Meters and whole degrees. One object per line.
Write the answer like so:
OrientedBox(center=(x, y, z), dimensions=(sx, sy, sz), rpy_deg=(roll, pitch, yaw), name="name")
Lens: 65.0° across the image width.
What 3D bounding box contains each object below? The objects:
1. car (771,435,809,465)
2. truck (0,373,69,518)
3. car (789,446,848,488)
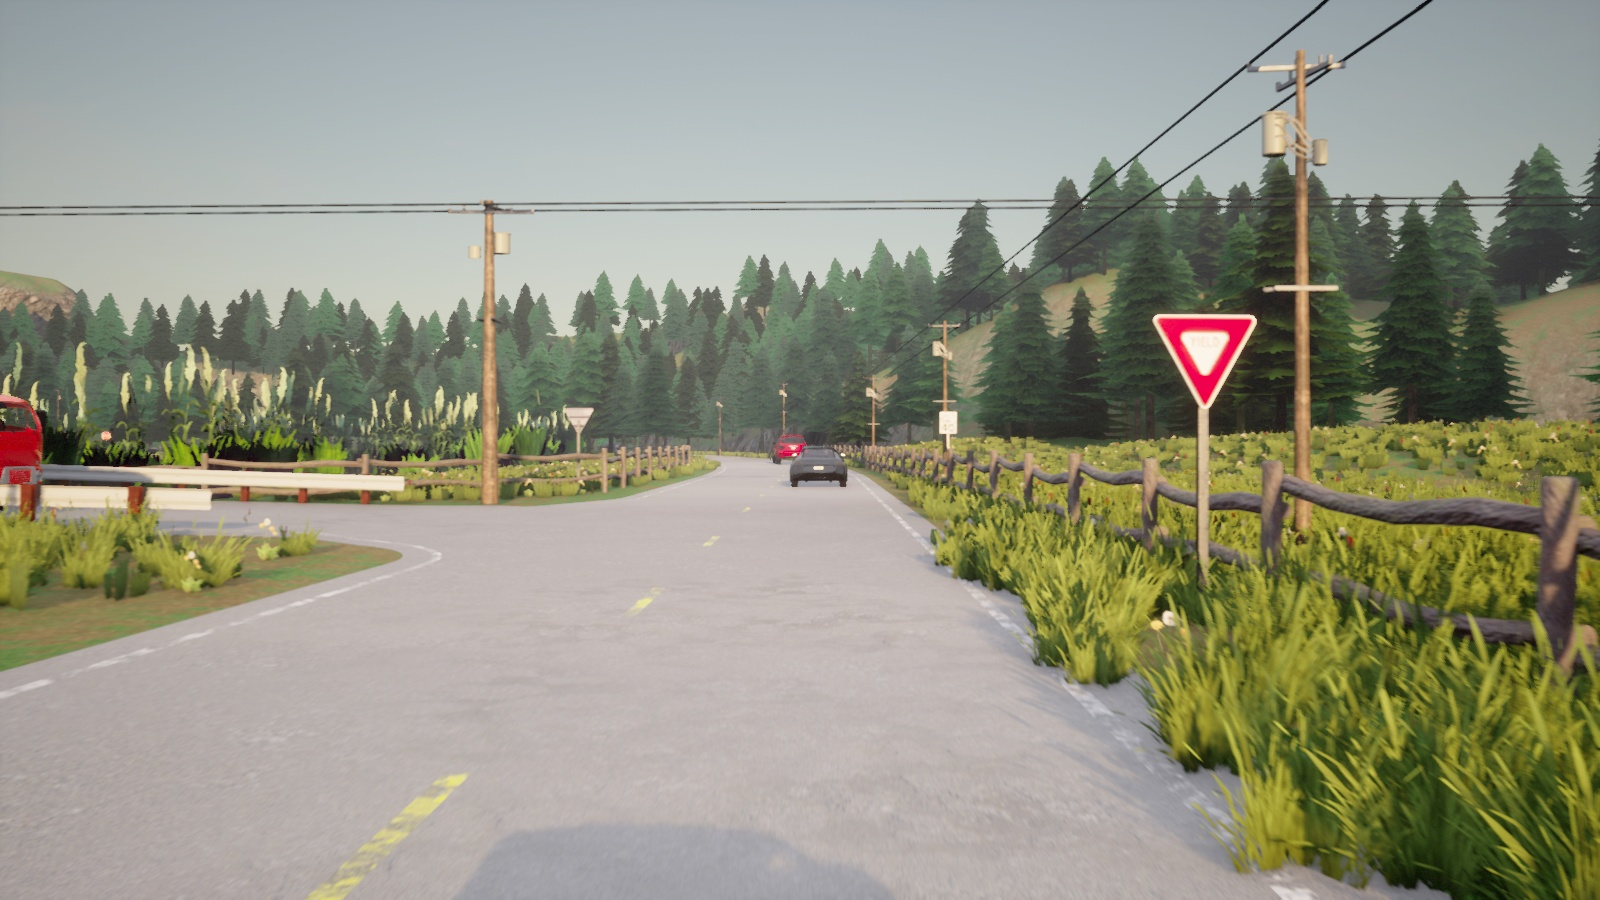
OrientedBox(center=(-0.748, -0.037, 89.050), dimensions=(2.150, 2.045, 5.566), rpy_deg=(0, 0, -6), name="car")
OrientedBox(center=(-16.139, -0.167, 21.908), dimensions=(5.204, 2.467, 2.627), rpy_deg=(2, 0, 2), name="truck")
OrientedBox(center=(0.667, 0.561, 44.334), dimensions=(1.994, 1.385, 4.181), rpy_deg=(0, 0, 1), name="car")
